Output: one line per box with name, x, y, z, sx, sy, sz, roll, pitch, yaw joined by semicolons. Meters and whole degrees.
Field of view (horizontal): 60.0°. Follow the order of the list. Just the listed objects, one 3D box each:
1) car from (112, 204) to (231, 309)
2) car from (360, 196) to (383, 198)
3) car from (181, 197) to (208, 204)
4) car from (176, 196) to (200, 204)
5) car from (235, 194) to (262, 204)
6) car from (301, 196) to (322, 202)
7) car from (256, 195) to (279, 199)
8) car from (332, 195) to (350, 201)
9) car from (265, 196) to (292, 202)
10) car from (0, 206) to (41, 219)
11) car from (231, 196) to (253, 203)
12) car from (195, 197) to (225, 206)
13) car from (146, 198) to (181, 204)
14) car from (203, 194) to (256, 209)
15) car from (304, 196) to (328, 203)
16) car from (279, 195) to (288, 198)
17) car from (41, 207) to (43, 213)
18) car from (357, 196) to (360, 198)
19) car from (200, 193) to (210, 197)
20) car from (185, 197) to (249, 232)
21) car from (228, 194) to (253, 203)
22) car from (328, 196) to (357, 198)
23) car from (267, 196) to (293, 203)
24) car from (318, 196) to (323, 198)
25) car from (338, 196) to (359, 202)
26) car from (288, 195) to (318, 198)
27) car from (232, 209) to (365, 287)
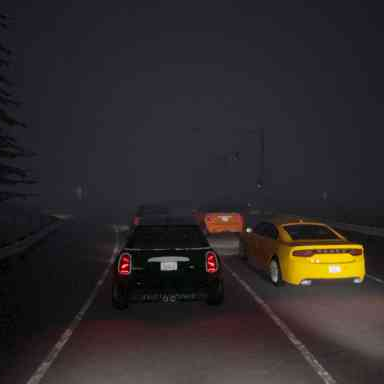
car;-0.631;1.352;8.095;2.097;1.767;4.553;0;0;-6
car;38.651;1.539;70.075;5.357;1.411;2.033;0;0;-29
car;0.514;1.600;63.404;4.718;1.301;1.895;0;0;-19
car;-1.620;1.507;40.283;4.892;1.490;1.837;0;0;-19
car;10.786;1.352;63.195;4.553;1.767;2.097;0;0;-19
car;27.459;1.552;76.347;4.181;1.385;1.994;0;0;-21
car;12.503;1.491;60.096;4.902;1.511;2.128;0;0;-19
car;36.278;1.551;80.888;4.181;1.385;1.994;0;0;-29
car;19.059;1.539;73.337;5.357;1.411;2.033;0;0;-19
car;-15.643;1.532;28.098;4.674;1.442;1.812;0;0;-19
car;10.562;1.552;70.436;4.181;1.385;1.994;0;0;-19
car;3.075;1.600;56.889;4.718;1.301;1.895;0;0;-19
car;-2.111;1.352;16.902;2.097;1.767;4.553;0;0;-12
car;3.943;1.352;34.786;4.553;1.767;2.097;0;0;-19
car;27.009;1.524;72.402;4.674;1.442;1.812;0;0;-19
car;19.078;1.351;65.965;4.553;1.767;2.097;0;0;-18
car;-17.002;1.552;31.333;5.357;1.411;2.033;0;0;-19
car;36.690;1.525;73.008;4.902;1.511;2.128;0;0;-25
car;3.752;1.351;38.418;4.553;1.767;2.097;0;0;-19
car;1.203;1.352;18.342;2.097;1.767;4.553;0;0;-12
car;9.730;1.351;66.501;4.553;1.767;2.097;0;0;-18
car;29.284;1.525;65.787;4.902;1.511;2.128;0;0;-19
car;18.350;1.525;69.396;4.902;1.511;2.128;0;0;-19
car;27.321;1.524;68.797;4.674;1.442;1.812;0;0;-19
car;36.149;1.595;76.718;4.718;1.301;1.895;0;0;-29
car;20.954;1.563;62.950;4.181;1.385;1.994;0;0;-19
car;2.730;1.478;9.456;1.882;1.535;5.008;0;0;-6
